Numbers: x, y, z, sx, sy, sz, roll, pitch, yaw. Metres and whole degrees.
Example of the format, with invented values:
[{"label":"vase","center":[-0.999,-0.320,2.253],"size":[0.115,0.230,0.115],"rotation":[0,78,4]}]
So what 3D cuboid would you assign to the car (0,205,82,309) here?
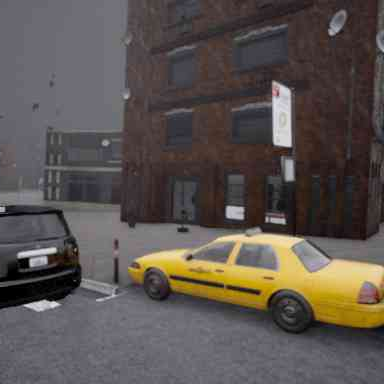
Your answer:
[{"label":"car","center":[-4.712,1.312,7.312],"size":[5.566,2.045,2.150],"rotation":[-1,-1,38]}]

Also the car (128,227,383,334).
[{"label":"car","center":[0.994,1.514,6.827],"size":[5.366,1.575,1.946],"rotation":[-1,0,36]}]

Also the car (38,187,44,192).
[{"label":"car","center":[-33.141,-0.748,76.432],"size":[4.553,1.767,2.185],"rotation":[3,2,25]}]
